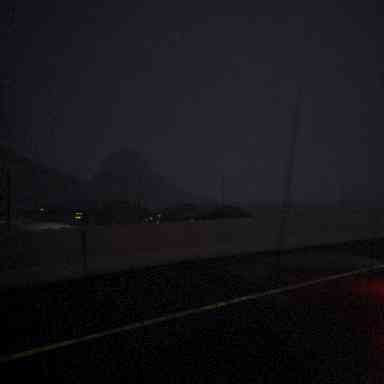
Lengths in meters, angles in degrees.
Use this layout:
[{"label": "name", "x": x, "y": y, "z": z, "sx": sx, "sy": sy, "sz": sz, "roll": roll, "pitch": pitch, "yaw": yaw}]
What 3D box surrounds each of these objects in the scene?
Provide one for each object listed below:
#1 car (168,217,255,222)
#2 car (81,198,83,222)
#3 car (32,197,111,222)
[{"label": "car", "x": 1.216, "y": 1.369, "z": 17.345, "sx": 4.674, "sy": 1.442, "sz": 1.812, "roll": 0, "pitch": 1, "yaw": -32}, {"label": "car", "x": -5.230, "y": 1.216, "z": 21.487, "sx": 4.892, "sy": 1.490, "sz": 1.837, "roll": 1, "pitch": 0, "yaw": -33}, {"label": "car", "x": -8.478, "y": 1.152, "z": 23.537, "sx": 4.902, "sy": 1.511, "sz": 2.128, "roll": 0, "pitch": 1, "yaw": -33}]
